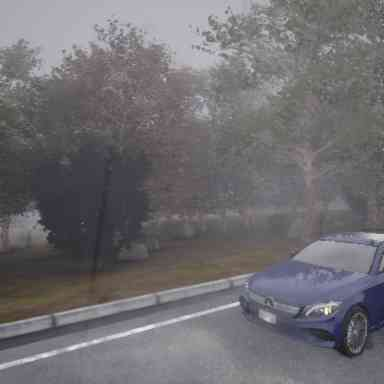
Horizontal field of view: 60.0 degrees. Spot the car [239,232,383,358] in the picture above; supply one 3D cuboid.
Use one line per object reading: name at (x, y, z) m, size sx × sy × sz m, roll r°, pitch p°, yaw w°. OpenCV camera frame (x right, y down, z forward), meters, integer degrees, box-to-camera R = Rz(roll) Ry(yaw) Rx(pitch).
car at (2.974, 1.517, 6.114) m, size 4.674 × 1.442 × 1.812 m, roll 0°, pitch 0°, yaw -35°
